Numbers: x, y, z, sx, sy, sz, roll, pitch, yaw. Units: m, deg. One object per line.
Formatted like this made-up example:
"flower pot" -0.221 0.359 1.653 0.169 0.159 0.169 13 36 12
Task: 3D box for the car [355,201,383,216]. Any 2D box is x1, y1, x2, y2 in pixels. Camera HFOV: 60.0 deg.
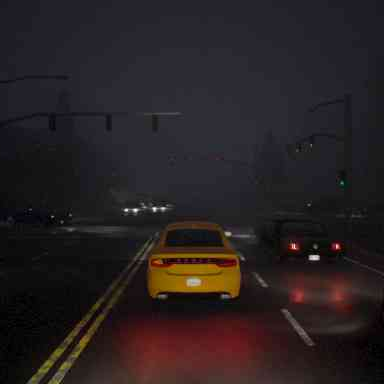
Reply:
"car" 18.773 1.547 32.194 5.357 1.411 2.033 0 0 -2

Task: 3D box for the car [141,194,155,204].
"car" -8.642 1.353 65.552 2.097 1.767 4.553 0 0 -1

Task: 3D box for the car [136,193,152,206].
"car" -8.441 1.221 55.750 2.150 2.045 5.566 0 0 -1

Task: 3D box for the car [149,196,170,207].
"car" -4.793 1.564 49.743 1.994 1.385 4.181 0 0 -2

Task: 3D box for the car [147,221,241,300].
"car" 0.034 1.478 8.471 1.882 1.535 5.008 0 0 0

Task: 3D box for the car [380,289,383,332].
"car" 3.597 1.478 2.706 1.882 1.535 5.008 0 0 0

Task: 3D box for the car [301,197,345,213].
"car" 14.083 1.352 35.560 4.553 1.767 2.097 0 0 -2

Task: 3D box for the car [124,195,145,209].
"car" -8.208 1.564 46.431 1.994 1.385 4.181 0 0 -1

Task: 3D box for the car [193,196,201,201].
"car" 1.306 1.595 88.208 1.895 1.301 4.718 0 0 -1

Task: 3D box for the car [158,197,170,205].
"car" -5.029 1.564 59.772 1.994 1.385 4.181 0 0 -1

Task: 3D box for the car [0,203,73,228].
"car" -10.197 1.601 21.999 4.718 1.301 1.895 0 0 25

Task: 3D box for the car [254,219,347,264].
"car" 3.502 1.601 11.795 1.895 1.301 4.718 0 0 -1

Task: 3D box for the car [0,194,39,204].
"car" -14.431 1.221 26.939 5.566 2.045 2.150 0 0 -3
